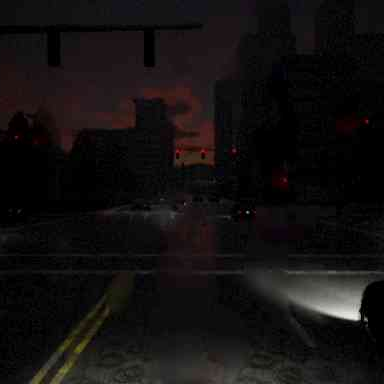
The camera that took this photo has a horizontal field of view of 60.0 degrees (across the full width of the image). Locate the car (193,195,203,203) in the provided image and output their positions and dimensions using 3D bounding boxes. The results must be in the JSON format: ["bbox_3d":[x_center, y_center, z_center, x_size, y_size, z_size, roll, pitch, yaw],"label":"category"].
[{"bbox_3d":[1.216,1.413,69.982,2.097,1.767,4.553,0,0,1],"label":"car"}]

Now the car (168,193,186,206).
[{"bbox_3d":[-2.482,1.274,57.653,2.150,2.045,5.566,0,0,1],"label":"car"}]

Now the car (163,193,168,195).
[{"bbox_3d":[-5.742,1.273,73.420,2.150,2.045,5.566,0,0,1],"label":"car"}]

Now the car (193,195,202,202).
[{"bbox_3d":[1.327,1.593,79.045,2.128,1.511,4.902,0,0,1],"label":"car"}]

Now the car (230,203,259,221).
[{"bbox_3d":[4.217,1.573,27.342,2.033,1.411,5.357,0,0,2],"label":"car"}]

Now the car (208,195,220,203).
[{"bbox_3d":[4.712,1.536,69.625,1.882,1.535,5.008,0,0,1],"label":"car"}]

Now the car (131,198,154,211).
[{"bbox_3d":[-6.229,1.512,40.805,1.882,1.535,5.008,0,0,1],"label":"car"}]

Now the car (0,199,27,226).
[{"bbox_3d":[-14.088,1.369,23.209,4.553,1.767,2.097,0,0,5],"label":"car"}]

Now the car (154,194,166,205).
[{"bbox_3d":[-5.970,1.556,58.337,1.837,1.490,4.892,0,0,1],"label":"car"}]

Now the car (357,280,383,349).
[{"bbox_3d":[3.616,1.568,3.605,1.994,1.385,4.181,0,0,0],"label":"car"}]

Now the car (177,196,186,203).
[{"bbox_3d":[-2.252,1.646,72.544,1.895,1.301,4.718,0,0,1],"label":"car"}]

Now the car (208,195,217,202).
[{"bbox_3d":[4.827,1.568,79.002,1.837,1.490,4.892,0,0,1],"label":"car"}]

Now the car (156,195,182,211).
[{"bbox_3d":[-2.731,1.527,40.653,2.128,1.511,4.902,0,0,1],"label":"car"}]
